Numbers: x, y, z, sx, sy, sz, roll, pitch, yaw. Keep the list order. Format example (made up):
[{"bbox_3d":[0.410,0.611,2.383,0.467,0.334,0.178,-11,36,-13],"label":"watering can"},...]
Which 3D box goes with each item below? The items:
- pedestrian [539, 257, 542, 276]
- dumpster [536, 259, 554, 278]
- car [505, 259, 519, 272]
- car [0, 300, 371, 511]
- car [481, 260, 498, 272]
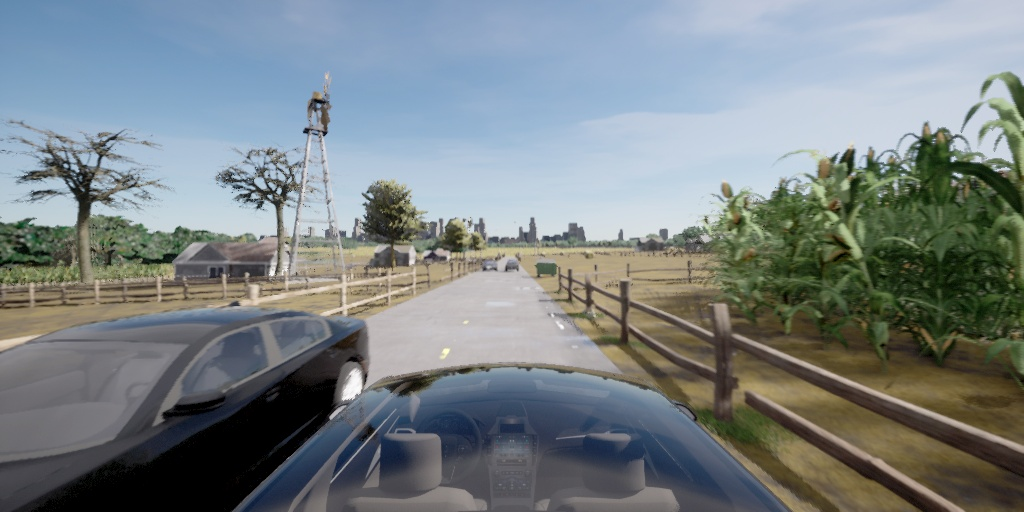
[{"bbox_3d":[2.817,1.003,35.591,0.375,1.860,0.375,-1,1,-15],"label":"pedestrian"},{"bbox_3d":[3.117,1.146,34.124,1.020,1.700,1.940,0,0,0],"label":"dumpster"},{"bbox_3d":[0.032,1.253,47.628,2.128,1.511,4.902,0,0,1],"label":"car"},{"bbox_3d":[-2.852,1.225,2.868,1.882,1.535,5.008,0,0,0],"label":"car"},{"bbox_3d":[-2.834,1.253,46.423,2.128,1.511,4.902,0,0,0],"label":"car"}]
